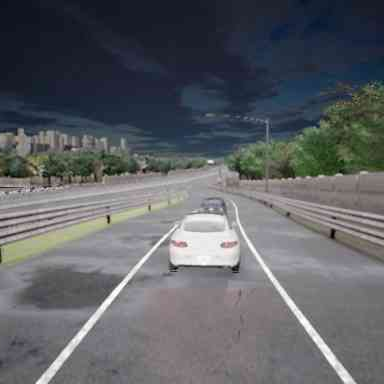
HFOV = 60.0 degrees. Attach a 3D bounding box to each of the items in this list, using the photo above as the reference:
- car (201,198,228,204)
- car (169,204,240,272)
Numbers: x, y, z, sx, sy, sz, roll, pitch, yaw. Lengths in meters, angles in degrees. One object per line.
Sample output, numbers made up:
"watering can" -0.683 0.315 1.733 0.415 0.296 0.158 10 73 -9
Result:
"car" 1.514 1.095 23.370 2.033 1.411 5.357 1 1 7
"car" 0.406 1.329 9.953 1.812 1.442 4.674 0 1 3
